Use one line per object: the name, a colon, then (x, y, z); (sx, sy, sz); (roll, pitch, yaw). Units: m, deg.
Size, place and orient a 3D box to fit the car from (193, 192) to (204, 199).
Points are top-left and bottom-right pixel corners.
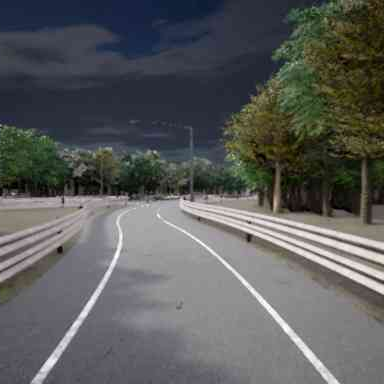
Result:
car: (1.641, 1.112, 84.821); (2.150, 2.045, 5.566); (-1, 0, 32)
